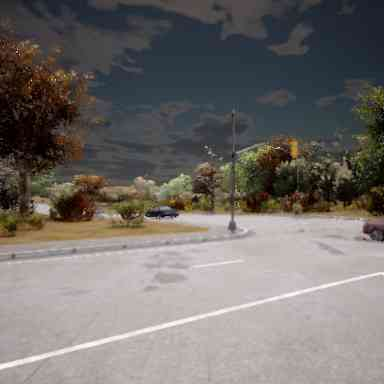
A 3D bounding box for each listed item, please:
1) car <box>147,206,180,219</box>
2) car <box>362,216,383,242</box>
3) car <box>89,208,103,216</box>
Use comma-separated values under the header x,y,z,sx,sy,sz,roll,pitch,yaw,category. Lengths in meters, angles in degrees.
x,y,z,sx,sy,sz,roll,pitch,yaw,category
-3.396,2.274,37.227,2.033,1.411,5.357,1,-3,-33,car
10.484,1.754,15.634,1.812,1.442,4.674,1,0,-33,car
-17.255,3.396,58.778,2.097,1.767,4.553,1,-3,-33,car
